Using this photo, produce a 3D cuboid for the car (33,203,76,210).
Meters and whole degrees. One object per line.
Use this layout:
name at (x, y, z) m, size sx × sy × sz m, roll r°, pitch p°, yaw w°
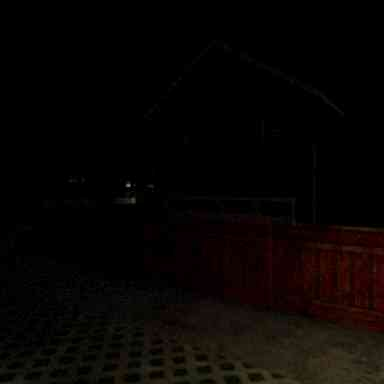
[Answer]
car at (-9.562, 1.537, 24.564) m, size 1.882 × 1.535 × 5.008 m, roll 0°, pitch 0°, yaw 15°
